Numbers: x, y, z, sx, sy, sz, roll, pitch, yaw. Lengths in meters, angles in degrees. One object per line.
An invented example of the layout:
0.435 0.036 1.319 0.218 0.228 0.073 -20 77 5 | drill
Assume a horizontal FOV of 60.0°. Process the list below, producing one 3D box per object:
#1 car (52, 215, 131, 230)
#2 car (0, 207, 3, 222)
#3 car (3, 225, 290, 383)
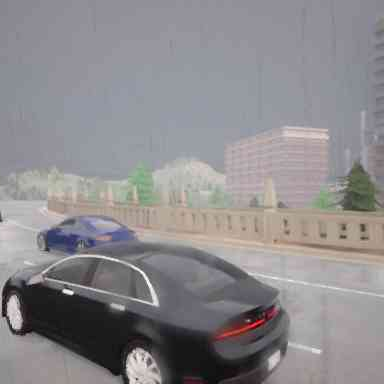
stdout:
-3.819 1.546 11.960 4.674 1.442 1.812 0 0 42 | car
-15.684 1.536 25.406 1.812 1.442 4.674 0 0 -36 | car
-1.045 1.517 4.998 4.892 1.490 1.837 0 0 38 | car
